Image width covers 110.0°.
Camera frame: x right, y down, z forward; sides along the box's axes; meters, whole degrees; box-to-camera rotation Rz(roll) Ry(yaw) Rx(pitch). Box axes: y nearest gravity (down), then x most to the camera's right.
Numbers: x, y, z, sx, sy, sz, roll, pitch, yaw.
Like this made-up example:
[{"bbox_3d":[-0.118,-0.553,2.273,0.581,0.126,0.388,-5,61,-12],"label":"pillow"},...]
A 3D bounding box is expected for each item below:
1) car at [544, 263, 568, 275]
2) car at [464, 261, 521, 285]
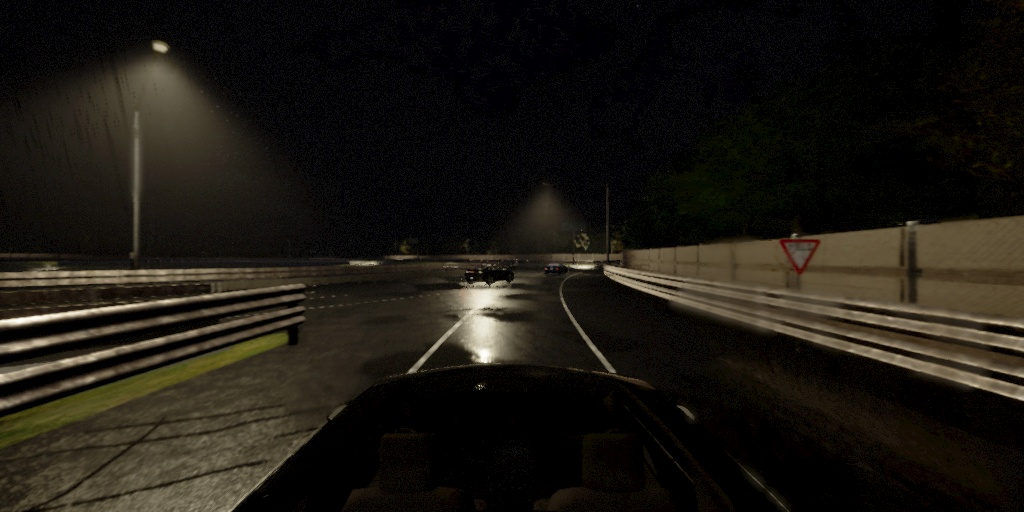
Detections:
[{"bbox_3d":[5.202,1.479,41.934,2.033,1.411,5.357,0,0,20],"label":"car"},{"bbox_3d":[-1.612,1.339,26.935,2.128,1.511,4.902,0,0,29],"label":"car"}]
